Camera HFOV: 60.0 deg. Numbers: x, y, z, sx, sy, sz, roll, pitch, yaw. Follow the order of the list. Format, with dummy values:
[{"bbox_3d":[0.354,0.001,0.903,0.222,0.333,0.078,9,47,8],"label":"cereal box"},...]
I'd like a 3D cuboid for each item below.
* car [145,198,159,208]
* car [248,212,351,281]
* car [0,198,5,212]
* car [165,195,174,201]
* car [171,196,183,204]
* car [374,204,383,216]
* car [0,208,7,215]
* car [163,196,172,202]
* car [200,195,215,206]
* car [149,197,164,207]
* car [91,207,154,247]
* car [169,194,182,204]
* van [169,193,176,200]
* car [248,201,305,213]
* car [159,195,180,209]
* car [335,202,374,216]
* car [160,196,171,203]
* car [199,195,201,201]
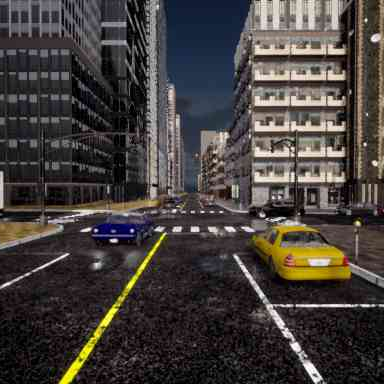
[{"bbox_3d":[-5.615,1.519,47.308,1.752,1.417,4.829,-1,0,0],"label":"car"},{"bbox_3d":[2.825,1.524,9.677,1.752,1.417,4.829,-1,0,0],"label":"car"},{"bbox_3d":[-21.599,1.279,33.184,4.829,1.417,1.752,0,0,1],"label":"car"},{"bbox_3d":[-5.551,1.538,81.405,1.887,1.381,4.507,-1,0,0],"label":"car"},{"bbox_3d":[-2.914,1.541,65.976,2.033,1.411,5.357,0,0,0],"label":"car"},{"bbox_3d":[20.048,1.374,29.955,5.566,2.045,2.150,1,1,1],"label":"car"},{"bbox_3d":[-18.278,1.425,27.370,5.357,1.411,2.033,0,1,1],"label":"car"},{"bbox_3d":[-5.561,1.575,75.750,1.802,1.307,4.206,-1,0,0],"label":"car"},{"bbox_3d":[2.776,1.544,53.117,2.008,1.369,4.403,-1,0,0],"label":"car"},{"bbox_3d":[-5.603,1.560,53.132,1.947,1.339,4.313,-1,0,0],"label":"car"},{"bbox_3d":[-2.992,1.598,15.196,1.895,1.301,4.718,0,0,2],"label":"car"},{"bbox_3d":[-2.984,1.519,55.591,1.812,1.442,4.674,0,0,0],"label":"car"},{"bbox_3d":[-5.533,1.334,92.715,1.690,1.788,3.998,-1,0,0],"label":"van"},{"bbox_3d":[7.525,1.526,29.705,5.008,1.535,1.882,1,1,-7],"label":"car"},{"bbox_3d":[-3.005,1.499,45.844,1.837,1.490,4.892,0,0,0],"label":"car"},{"bbox_3d":[16.375,1.627,32.615,4.403,1.369,2.008,0,0,1],"label":"car"},{"bbox_3d":[-5.572,1.538,70.096,1.887,1.381,4.507,-1,0,0],"label":"car"},{"bbox_3d":[2.838,1.433,87.045,1.967,1.590,4.097,-1,0,0],"label":"car"}]
